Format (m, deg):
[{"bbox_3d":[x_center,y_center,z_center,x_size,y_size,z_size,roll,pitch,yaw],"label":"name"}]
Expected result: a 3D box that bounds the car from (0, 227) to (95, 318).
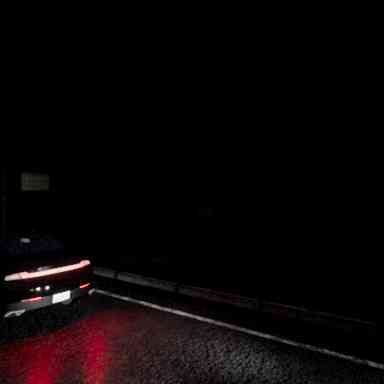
[{"bbox_3d":[-4.056,1.489,6.864,4.902,1.511,2.128,0,0,37],"label":"car"}]
